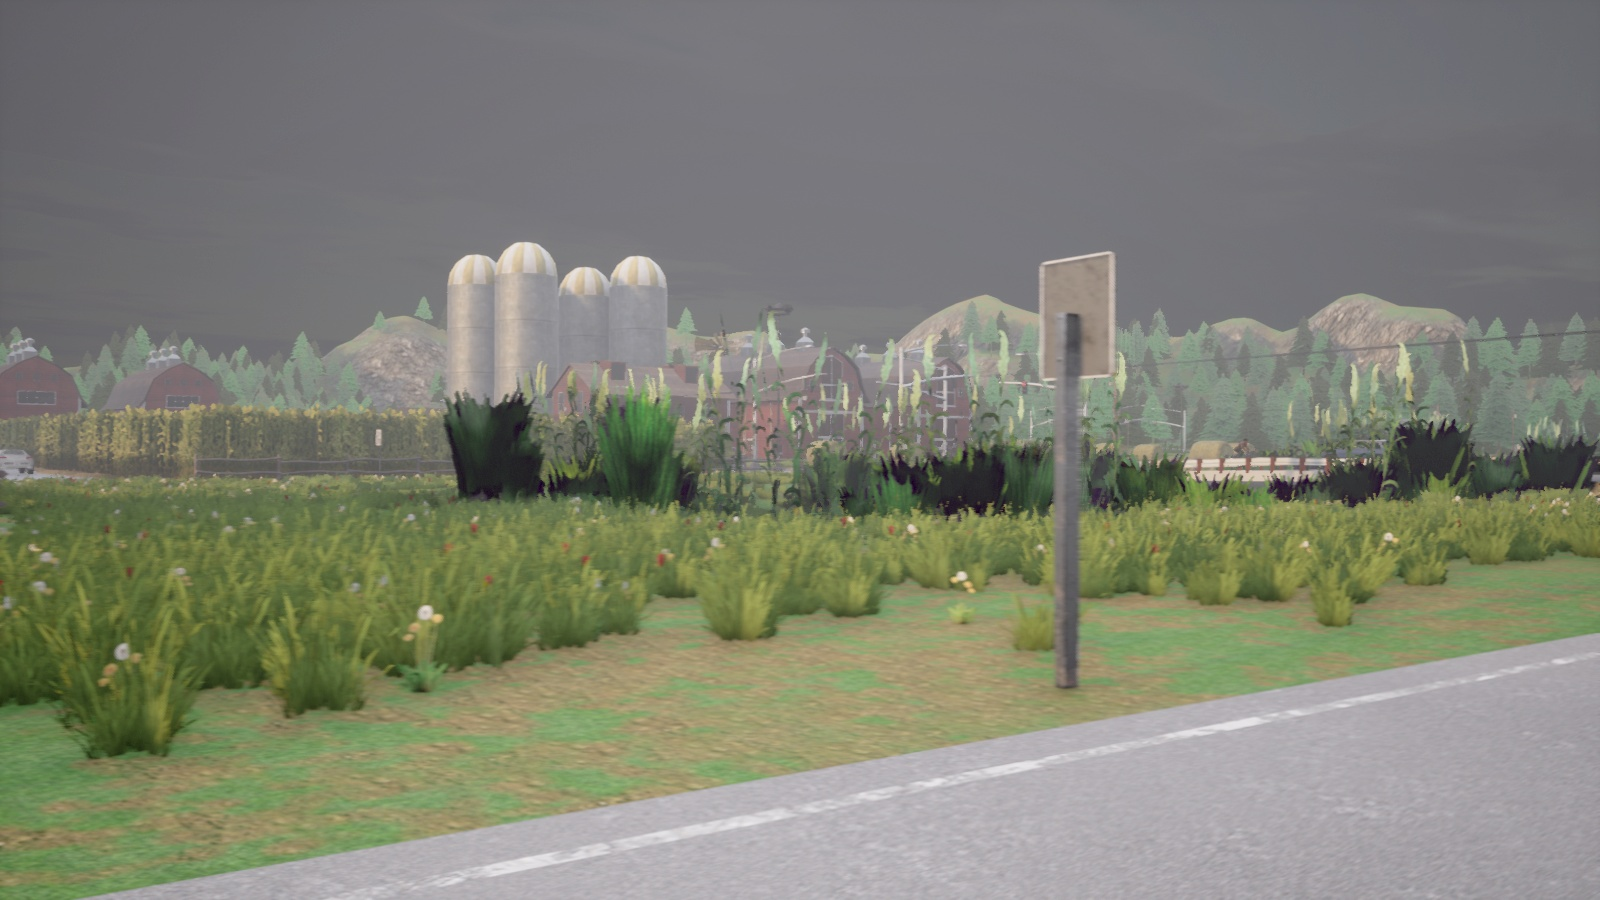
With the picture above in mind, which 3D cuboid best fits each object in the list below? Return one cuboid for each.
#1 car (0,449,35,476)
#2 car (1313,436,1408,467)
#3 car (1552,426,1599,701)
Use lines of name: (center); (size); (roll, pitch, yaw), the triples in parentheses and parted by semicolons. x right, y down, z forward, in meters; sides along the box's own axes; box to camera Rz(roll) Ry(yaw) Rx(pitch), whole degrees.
car: (-51.358, 0.799, 81.537); (2.152, 1.651, 5.027); (0, 0, -40)
car: (27.415, 0.086, 61.534); (1.970, 1.475, 3.806); (0, 0, -33)
car: (7.232, 0.680, 8.328); (4.856, 1.649, 2.033); (0, 0, -35)
